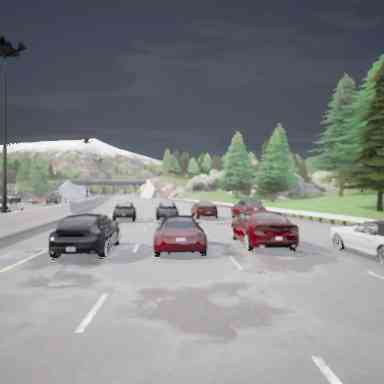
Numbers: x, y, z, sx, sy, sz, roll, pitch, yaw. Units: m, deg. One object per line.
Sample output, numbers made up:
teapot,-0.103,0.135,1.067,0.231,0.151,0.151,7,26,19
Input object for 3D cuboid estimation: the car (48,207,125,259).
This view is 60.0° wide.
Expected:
car,-3.978,1.569,12.909,1.837,1.490,4.892,0,0,-4

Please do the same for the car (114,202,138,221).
car,-5.712,1.621,28.595,2.128,1.511,4.902,0,0,-8

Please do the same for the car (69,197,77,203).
car,-24.983,1.843,69.114,1.812,1.442,4.674,0,0,-13

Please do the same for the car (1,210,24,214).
car,-16.638,1.395,29.423,2.150,2.045,5.566,0,-1,-9

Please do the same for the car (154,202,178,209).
car,-2.206,1.610,28.851,2.128,1.511,4.902,0,0,-8

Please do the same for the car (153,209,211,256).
car,-0.516,1.618,13.455,1.994,1.385,4.181,0,0,-4

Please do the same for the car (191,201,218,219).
car,1.060,1.592,30.632,1.882,1.535,5.008,0,0,-9

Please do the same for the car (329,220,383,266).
car,6.639,1.622,11.489,1.895,1.301,4.718,0,0,-3

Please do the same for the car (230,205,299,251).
car,2.932,1.523,14.328,1.882,1.535,5.008,0,0,-4

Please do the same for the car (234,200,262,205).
car,4.818,1.447,29.063,2.097,1.767,4.553,0,0,-8
